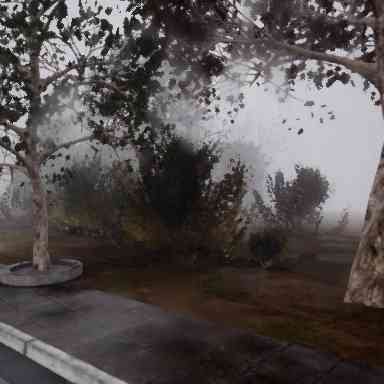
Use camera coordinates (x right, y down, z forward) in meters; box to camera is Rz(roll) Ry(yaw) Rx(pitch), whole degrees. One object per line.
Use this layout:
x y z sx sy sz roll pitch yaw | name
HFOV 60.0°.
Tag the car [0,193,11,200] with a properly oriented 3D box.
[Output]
-30.171 0.809 54.694 1.882 1.535 5.008 1 0 -6 | car
